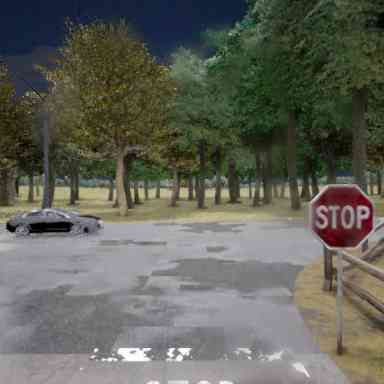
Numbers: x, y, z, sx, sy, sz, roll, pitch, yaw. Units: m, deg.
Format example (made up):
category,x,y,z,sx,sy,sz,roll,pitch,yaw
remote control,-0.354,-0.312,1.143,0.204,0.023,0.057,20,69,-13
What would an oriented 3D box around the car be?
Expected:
category,x,y,z,sx,sy,sz,roll,pitch,yaw
car,-7.349,1.616,18.002,4.902,1.511,2.128,-2,0,0
